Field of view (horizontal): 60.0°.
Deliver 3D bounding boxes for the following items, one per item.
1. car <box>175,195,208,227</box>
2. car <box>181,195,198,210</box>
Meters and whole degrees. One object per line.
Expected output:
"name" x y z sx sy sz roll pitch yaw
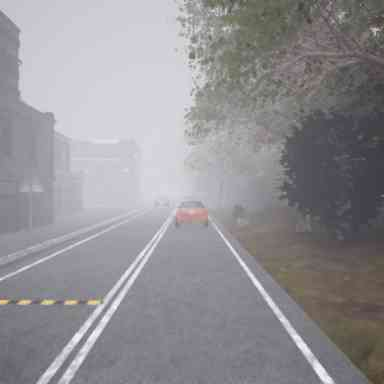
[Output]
"car" -0.024 1.332 22.816 2.097 1.767 4.553 0 0 0
"car" -0.332 1.285 41.871 2.097 1.767 4.553 0 0 -1
